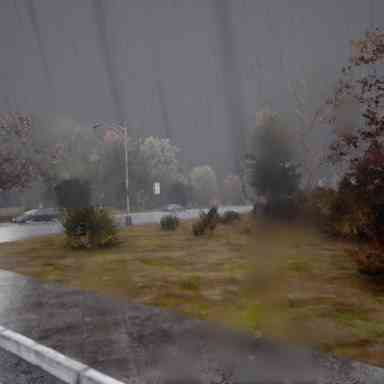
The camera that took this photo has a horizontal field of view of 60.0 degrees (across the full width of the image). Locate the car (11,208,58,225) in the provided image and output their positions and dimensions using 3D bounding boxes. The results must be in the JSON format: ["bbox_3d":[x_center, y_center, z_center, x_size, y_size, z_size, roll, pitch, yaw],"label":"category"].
[{"bbox_3d":[-15.564,2.448,33.466,1.837,1.490,4.892,-3,-2,33],"label":"car"}]

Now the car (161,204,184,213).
[{"bbox_3d":[-3.084,2.623,53.047,1.994,1.385,4.181,-3,-2,33],"label":"car"}]
